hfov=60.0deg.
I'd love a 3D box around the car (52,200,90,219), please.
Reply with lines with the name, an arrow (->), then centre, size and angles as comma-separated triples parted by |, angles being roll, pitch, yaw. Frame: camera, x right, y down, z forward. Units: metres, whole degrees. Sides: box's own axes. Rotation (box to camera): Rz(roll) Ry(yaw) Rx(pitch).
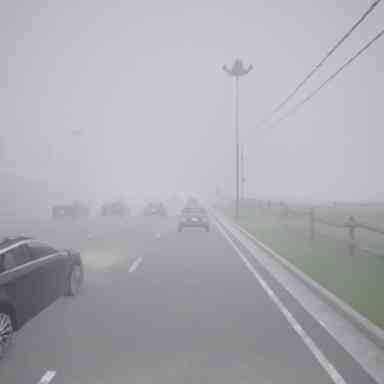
car -> -10.397, 1.478, 29.005 | 1.882, 1.535, 5.008 | 0, 0, 0

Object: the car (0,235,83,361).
car -> -3.400, 1.492, 5.705 | 2.128, 1.511, 4.902 | 0, 0, 0

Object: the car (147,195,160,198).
car -> -6.994, 1.545, 64.972 | 2.033, 1.411, 5.357 | 0, 0, 0

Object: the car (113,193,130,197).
car -> -13.994, 1.221, 65.033 | 2.150, 2.045, 5.566 | 0, 0, 0

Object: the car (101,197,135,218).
car -> -6.897, 1.492, 30.246 | 2.128, 1.511, 4.902 | 0, 0, 0

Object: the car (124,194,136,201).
car -> -13.993, 1.312, 75.423 | 1.882, 1.535, 5.008 | 0, 0, 0

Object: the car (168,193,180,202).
car -> -3.494, 1.221, 65.002 | 2.150, 2.045, 5.566 | 0, 0, 0

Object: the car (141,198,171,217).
car -> -3.397, 1.564, 31.674 | 1.994, 1.385, 4.181 | 0, 0, 0

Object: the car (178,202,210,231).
car -> 0.101, 1.548, 20.496 | 2.033, 1.411, 5.357 | 0, 0, 0

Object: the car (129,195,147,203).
car -> -10.494, 1.523, 65.389 | 1.812, 1.442, 4.674 | 0, 0, 0

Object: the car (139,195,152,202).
car -> -10.493, 1.359, 75.393 | 2.128, 1.511, 4.902 | 0, 0, 0

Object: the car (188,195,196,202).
car -> 0.007, 1.526, 74.139 | 1.812, 1.442, 4.674 | 0, 0, 0

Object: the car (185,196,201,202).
car -> 0.103, 1.504, 45.951 | 1.837, 1.490, 4.892 | 0, 0, 0
